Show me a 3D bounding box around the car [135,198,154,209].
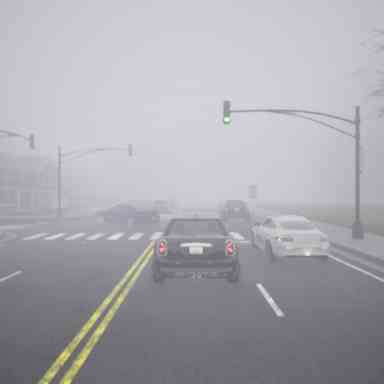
[{"bbox_3d":[-6.575,1.607,46.721,1.994,1.385,4.181,0,0,1],"label":"car"}]

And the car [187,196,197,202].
[{"bbox_3d":[0.017,1.581,77.033,2.128,1.511,4.902,0,0,0],"label":"car"}]

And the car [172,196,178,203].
[{"bbox_3d":[-3.335,1.568,45.821,1.812,1.442,4.674,0,0,1],"label":"car"}]

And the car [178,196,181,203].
[{"bbox_3d":[-3.284,1.399,55.834,2.097,1.767,4.553,0,0,0],"label":"car"}]

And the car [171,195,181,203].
[{"bbox_3d":[-3.235,1.518,69.401,1.882,1.535,5.008,0,0,0],"label":"car"}]

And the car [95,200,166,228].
[{"bbox_3d":[-4.436,1.506,22.342,5.008,1.535,1.882,0,-2,36],"label":"car"}]

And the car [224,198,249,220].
[{"bbox_3d":[3.353,1.384,27.035,2.097,1.767,4.553,0,0,0],"label":"car"}]

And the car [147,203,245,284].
[{"bbox_3d":[0.098,1.364,9.766,2.097,1.767,4.553,0,0,0],"label":"car"}]

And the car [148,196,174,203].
[{"bbox_3d":[-3.340,1.543,35.919,1.837,1.490,4.892,0,0,0],"label":"car"}]

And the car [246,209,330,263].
[{"bbox_3d":[3.347,1.541,11.944,1.812,1.442,4.674,0,0,0],"label":"car"}]
